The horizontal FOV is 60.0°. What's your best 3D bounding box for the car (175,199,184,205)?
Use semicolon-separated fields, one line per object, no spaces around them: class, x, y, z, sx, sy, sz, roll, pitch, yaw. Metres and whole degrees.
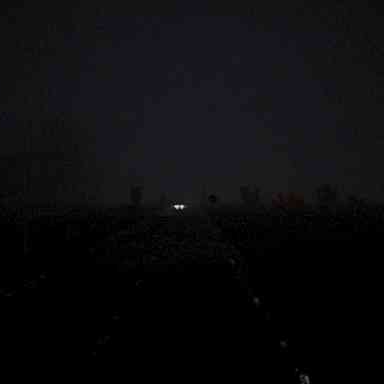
car;-2.738;2.252;74.573;2.128;1.511;4.902;0;0;0
